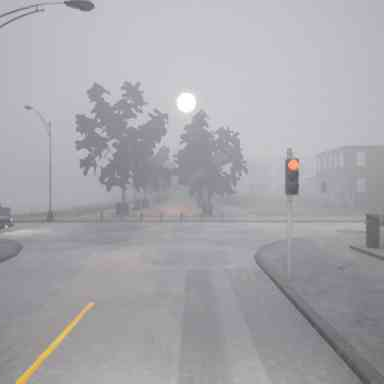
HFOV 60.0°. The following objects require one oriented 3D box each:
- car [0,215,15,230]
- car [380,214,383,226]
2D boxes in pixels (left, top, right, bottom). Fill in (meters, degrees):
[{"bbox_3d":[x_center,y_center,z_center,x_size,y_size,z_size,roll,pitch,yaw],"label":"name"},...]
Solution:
[{"bbox_3d":[-12.958,1.536,18.553,5.357,1.411,2.033,0,0,0],"label":"car"},{"bbox_3d":[13.381,1.535,18.541,5.357,1.411,2.033,0,0,0],"label":"car"}]
